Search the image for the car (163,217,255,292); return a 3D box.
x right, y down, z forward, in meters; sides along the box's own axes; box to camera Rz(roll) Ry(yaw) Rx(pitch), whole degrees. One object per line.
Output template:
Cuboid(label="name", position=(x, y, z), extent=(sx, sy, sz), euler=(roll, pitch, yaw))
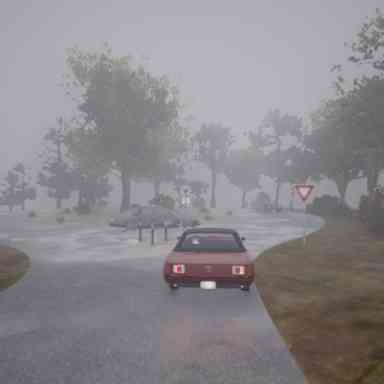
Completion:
Cuboid(label="car", position=(0.511, 1.597, 8.960), extent=(1.895, 1.301, 4.718), euler=(0, 0, 5))

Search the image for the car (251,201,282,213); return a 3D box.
Cuboid(label="car", position=(8.036, 1.588, 36.485), extent=(1.895, 1.301, 4.718), euler=(0, 0, -10))

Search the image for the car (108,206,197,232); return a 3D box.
Cuboid(label="car", position=(-2.228, 1.540, 19.805), extent=(5.357, 1.411, 2.033), euler=(0, 0, -12))
